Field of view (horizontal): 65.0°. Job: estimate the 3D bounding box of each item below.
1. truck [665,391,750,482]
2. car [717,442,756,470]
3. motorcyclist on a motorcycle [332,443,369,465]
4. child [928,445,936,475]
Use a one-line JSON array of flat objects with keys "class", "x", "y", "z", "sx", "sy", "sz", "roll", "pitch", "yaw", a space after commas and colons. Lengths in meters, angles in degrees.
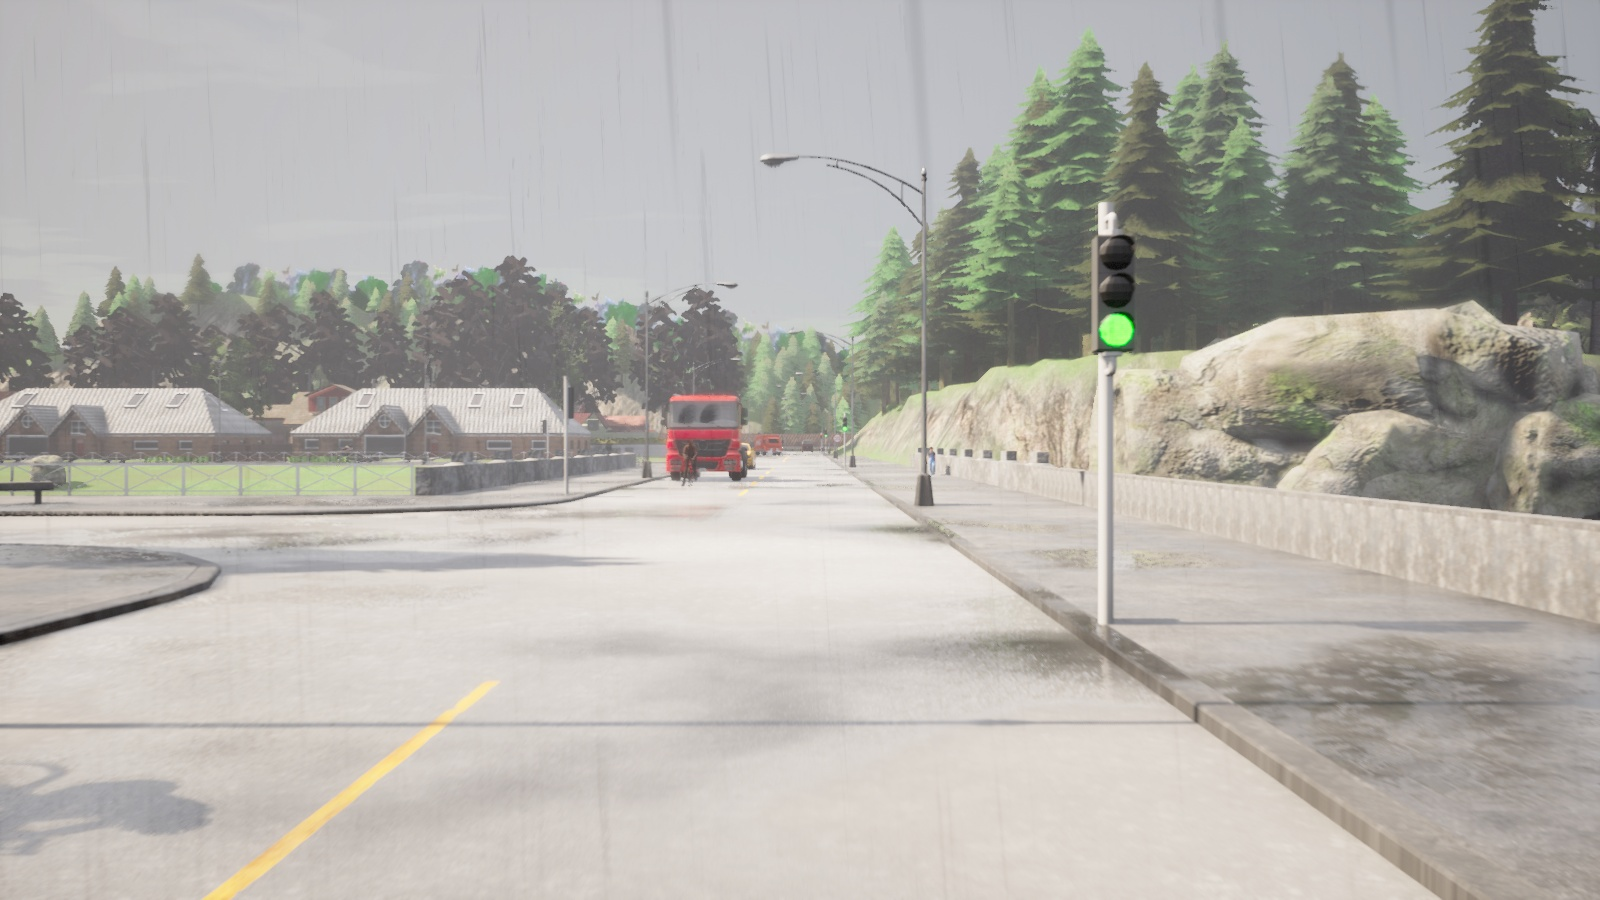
[{"class": "truck", "x": -3.684, "y": -0.530, "z": 51.739, "sx": 2.891, "sy": 3.462, "sz": 7.936, "roll": 0, "pitch": 0, "yaw": 0}, {"class": "car", "x": -3.544, "y": 0.321, "z": 70.942, "sx": 1.882, "sy": 1.535, "sz": 5.008, "roll": 0, "pitch": 0, "yaw": 1}, {"class": "motorcyclist on a motorcycle", "x": -30.536, "y": 0.276, "z": 85.320, "sx": 2.191, "sy": 1.530, "sz": 0.866, "roll": 0, "pitch": 0, "yaw": 0}, {"class": "child", "x": 5.609, "y": 0.441, "z": 53.286, "sx": 0.270, "sy": 1.263, "sz": 0.437, "roll": 0, "pitch": 0, "yaw": -1}]
